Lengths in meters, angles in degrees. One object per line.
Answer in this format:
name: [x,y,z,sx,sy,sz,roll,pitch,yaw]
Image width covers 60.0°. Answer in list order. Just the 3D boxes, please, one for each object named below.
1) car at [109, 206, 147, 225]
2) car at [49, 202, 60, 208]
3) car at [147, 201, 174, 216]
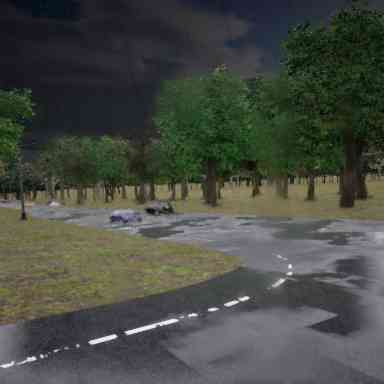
car: [-6.567,2.348,32.399,1.812,1.442,4.674,-4,1,-36]
car: [-34.032,3.229,82.382,1.812,1.442,4.674,-4,1,-36]
car: [-4.179,1.932,41.018,2.097,1.767,4.553,-4,1,-36]
